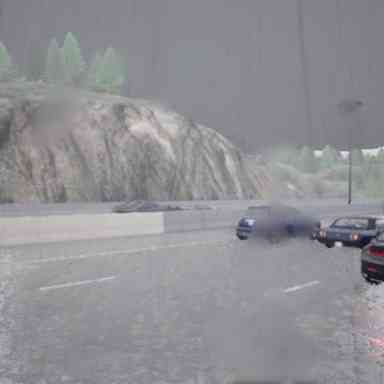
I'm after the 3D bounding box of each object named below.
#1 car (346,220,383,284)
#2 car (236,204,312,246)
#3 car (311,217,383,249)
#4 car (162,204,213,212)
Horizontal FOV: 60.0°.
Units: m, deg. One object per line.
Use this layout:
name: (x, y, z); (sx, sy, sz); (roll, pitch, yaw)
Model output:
car: (6.146, 1.555, 8.552); (4.892, 1.490, 1.837); (0, 0, -38)
car: (4.280, 1.430, 16.038); (4.553, 1.767, 2.097); (0, 0, -39)
car: (7.229, 1.676, 13.893); (4.718, 1.301, 1.895); (0, 0, -39)
car: (0.142, 1.715, 26.434); (4.718, 1.301, 1.895); (0, 0, -40)
